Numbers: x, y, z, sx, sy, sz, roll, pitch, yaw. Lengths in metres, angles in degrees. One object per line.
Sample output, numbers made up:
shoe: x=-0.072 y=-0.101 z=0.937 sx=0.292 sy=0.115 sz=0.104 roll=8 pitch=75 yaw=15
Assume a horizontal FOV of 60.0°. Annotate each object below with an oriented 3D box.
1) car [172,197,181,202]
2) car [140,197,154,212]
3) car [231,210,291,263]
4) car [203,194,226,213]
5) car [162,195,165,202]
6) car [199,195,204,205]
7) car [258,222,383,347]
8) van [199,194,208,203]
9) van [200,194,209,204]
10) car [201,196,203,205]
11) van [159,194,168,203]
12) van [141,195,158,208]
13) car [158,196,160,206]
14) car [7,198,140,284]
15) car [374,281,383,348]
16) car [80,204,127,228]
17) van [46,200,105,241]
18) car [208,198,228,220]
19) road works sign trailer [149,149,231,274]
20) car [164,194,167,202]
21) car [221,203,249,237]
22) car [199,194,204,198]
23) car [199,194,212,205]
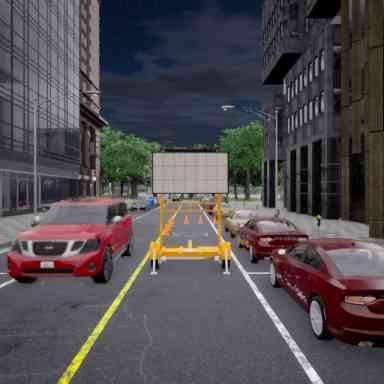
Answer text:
car: x=-3.363 y=1.622 z=71.450 sx=1.895 sy=1.301 sz=4.718 roll=0 pitch=0 yaw=0
car: x=-5.961 y=1.570 z=38.963 sx=1.947 sy=1.339 sz=4.313 roll=0 pitch=0 yaw=0
car: x=2.703 y=1.545 z=11.819 sx=1.887 sy=1.381 sz=4.507 roll=0 pitch=0 yaw=0
car: x=2.591 y=1.318 z=33.569 sx=2.192 sy=1.841 sz=5.009 roll=0 pitch=0 yaw=0
car: x=-6.044 y=1.577 z=55.275 sx=1.947 sy=1.339 sz=4.313 roll=0 pitch=0 yaw=0
car: x=2.508 y=1.553 z=49.882 sx=1.887 sy=1.381 sz=4.507 roll=0 pitch=0 yaw=0
car: x=2.731 y=1.544 z=6.382 sx=1.887 sy=1.381 sz=4.507 roll=0 pitch=0 yaw=0
van: x=2.397 y=1.362 z=71.632 sx=1.690 sy=1.788 sz=3.998 roll=0 pitch=0 yaw=0
van: x=2.425 y=1.359 z=66.194 sx=1.690 sy=1.788 sz=3.998 roll=0 pitch=0 yaw=0
car: x=2.535 y=1.532 z=44.614 sx=1.752 sy=1.417 sz=4.829 roll=0 pitch=0 yaw=0
van: x=-6.128 y=1.362 z=71.588 sx=1.690 sy=1.788 sz=3.998 roll=0 pitch=0 yaw=0
van: x=-5.989 y=1.347 z=44.401 sx=1.690 sy=1.788 sz=3.998 roll=0 pitch=0 yaw=0
car: x=-6.016 y=1.534 z=49.668 sx=1.752 sy=1.417 sz=4.829 roll=0 pitch=0 yaw=0
car: x=-3.150 y=1.221 z=9.967 sx=2.150 sy=2.045 sz=5.566 roll=0 pitch=0 yaw=0
car: x=2.758 y=1.551 z=0.944 sx=2.008 sy=1.369 sz=4.403 roll=0 pitch=0 yaw=0
car: x=-5.878 y=1.551 z=22.651 sx=2.008 sy=1.369 sz=4.403 roll=0 pitch=0 yaw=0
van: x=-5.850 y=1.341 z=17.213 sx=1.690 sy=1.788 sz=3.998 roll=0 pitch=0 yaw=0
car: x=2.619 y=1.527 z=28.301 sx=1.752 sy=1.417 sz=4.829 roll=0 pitch=0 yaw=0
road works sign trailer: x=-0.052 y=0.464 z=10.510 sx=2.380 sy=3.560 sz=2.880 roll=0 pitch=0 yaw=0
car: x=-6.071 y=1.540 z=60.543 sx=1.752 sy=1.417 sz=4.829 roll=0 pitch=0 yaw=0
car: x=2.674 y=1.525 z=17.426 sx=1.752 sy=1.417 sz=4.829 roll=0 pitch=0 yaw=0
car: x=2.481 y=1.451 z=55.319 sx=1.967 sy=1.590 sz=4.097 roll=0 pitch=0 yaw=0
car: x=2.453 y=1.329 z=60.757 sx=2.192 sy=1.841 sz=5.009 roll=0 pitch=0 yaw=0
